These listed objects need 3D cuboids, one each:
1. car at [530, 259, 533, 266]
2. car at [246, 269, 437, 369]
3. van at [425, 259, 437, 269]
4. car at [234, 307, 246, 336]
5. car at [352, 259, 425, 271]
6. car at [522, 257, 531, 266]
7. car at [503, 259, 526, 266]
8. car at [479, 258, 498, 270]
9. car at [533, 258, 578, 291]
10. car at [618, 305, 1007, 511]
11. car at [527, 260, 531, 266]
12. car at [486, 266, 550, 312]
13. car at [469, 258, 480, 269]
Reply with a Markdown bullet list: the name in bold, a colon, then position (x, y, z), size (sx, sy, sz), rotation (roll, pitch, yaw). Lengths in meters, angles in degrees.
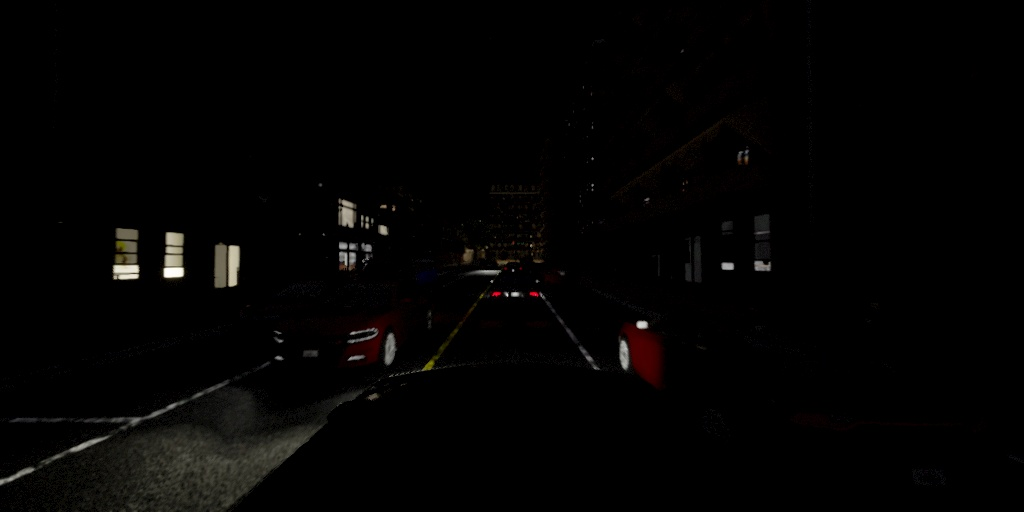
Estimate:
- **car**: position (2.695, 1.168, 27.297), size (1.967, 1.591, 4.097), rotation (0, 0, 0)
- **car**: position (-3.100, 1.222, 8.011), size (1.882, 1.535, 5.008), rotation (0, 0, 0)
- **van**: position (-5.657, 1.073, 21.552), size (1.690, 1.789, 3.998), rotation (0, 0, 0)
- **car**: position (-5.696, 1.324, 10.179), size (1.802, 1.307, 4.207), rotation (0, 0, 0)
- **car**: position (-5.674, 1.052, 15.865), size (2.192, 1.841, 5.009), rotation (0, 0, 0)
- **car**: position (2.699, 1.261, 55.730), size (2.007, 1.370, 4.403), rotation (0, 0, 0)
- **car**: position (0.106, 1.287, 35.118), size (1.994, 1.385, 4.181), rotation (0, 0, 0)
- **car**: position (-3.062, 1.206, 51.562), size (2.128, 1.511, 4.902), rotation (0, 0, 0)
- **car**: position (2.695, 1.047, 21.611), size (2.192, 1.841, 5.009), rotation (0, 0, 0)
- **car**: position (2.692, 1.293, 4.551), size (1.888, 1.381, 4.507), rotation (0, 0, 0)
- **car**: position (2.696, 1.290, 32.985), size (1.948, 1.339, 4.313), rotation (0, 0, 0)
- **car**: position (0.103, 1.286, 14.102), size (2.033, 1.411, 5.357), rotation (0, 0, 0)
- **car**: position (-5.648, 1.236, 55.503), size (1.751, 1.417, 4.829), rotation (0, 0, 0)
